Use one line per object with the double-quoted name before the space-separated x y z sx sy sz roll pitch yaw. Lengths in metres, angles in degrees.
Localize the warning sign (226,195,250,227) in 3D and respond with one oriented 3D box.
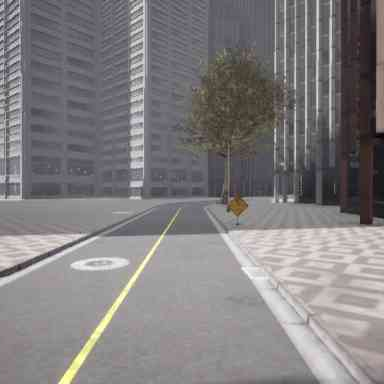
"warning sign" 2.724 1.099 19.827 1.300 1.860 1.060 0 1 0
